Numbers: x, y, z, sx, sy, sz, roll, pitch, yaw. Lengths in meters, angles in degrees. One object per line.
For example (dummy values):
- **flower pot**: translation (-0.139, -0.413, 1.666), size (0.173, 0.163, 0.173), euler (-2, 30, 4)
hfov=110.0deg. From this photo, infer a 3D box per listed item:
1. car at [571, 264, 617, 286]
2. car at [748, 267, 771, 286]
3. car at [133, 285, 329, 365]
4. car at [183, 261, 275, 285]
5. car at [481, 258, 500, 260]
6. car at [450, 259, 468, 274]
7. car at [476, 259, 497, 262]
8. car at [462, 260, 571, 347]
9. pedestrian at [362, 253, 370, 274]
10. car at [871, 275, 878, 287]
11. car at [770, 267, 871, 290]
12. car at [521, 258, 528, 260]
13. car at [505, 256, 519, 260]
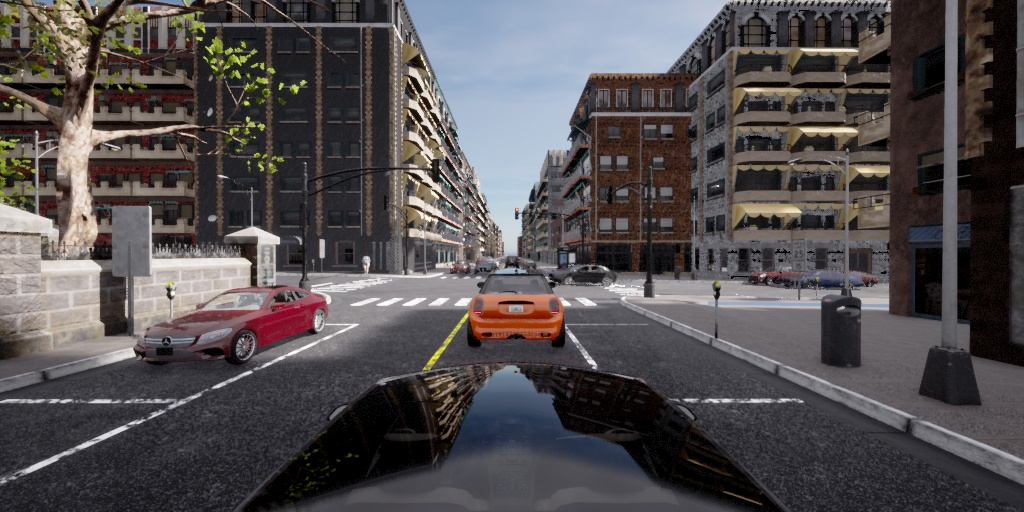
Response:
- **car**: translation (4.903, 1.297, 25.056), size (4.892, 1.490, 1.837), euler (2, -1, -16)
- **car**: translation (21.343, 1.571, 28.859), size (4.097, 1.591, 1.967), euler (0, 0, -1)
- **car**: translation (-5.697, 1.331, 7.974), size (1.802, 1.307, 4.207), euler (0, 0, 0)
- **car**: translation (-17.677, 1.035, 22.569), size (4.181, 1.385, 1.994), euler (1, 0, -1)
- **car**: translation (-3.155, 1.312, 49.956), size (1.994, 1.385, 4.181), euler (0, 0, 0)
- **car**: translation (-5.743, 1.187, 40.385), size (1.967, 1.591, 4.097), euler (0, 0, 0)
- **car**: translation (-3.146, 1.312, 40.982), size (1.994, 1.385, 4.181), euler (0, 0, 0)
- **car**: translation (0.116, 1.101, 9.484), size (2.097, 1.767, 4.553), euler (0, 0, 1)
- **pedestrian**: translation (-12.754, 0.651, 31.367), size (0.375, 1.860, 0.375), euler (0, -1, -1)
- **car**: translation (27.016, 1.813, 28.936), size (4.207, 1.307, 1.802), euler (0, 0, -1)
- **car**: translation (22.513, 1.713, 26.310), size (5.357, 1.411, 2.033), euler (1, 0, -1)
- **car**: translation (2.622, 1.298, 51.668), size (2.007, 1.370, 4.403), euler (0, 0, 0)
- **car**: translation (0.021, 0.969, 59.346), size (2.150, 2.045, 5.566), euler (0, 0, 0)
